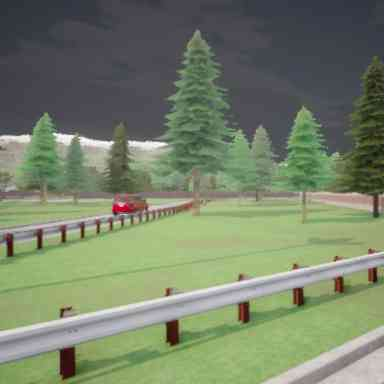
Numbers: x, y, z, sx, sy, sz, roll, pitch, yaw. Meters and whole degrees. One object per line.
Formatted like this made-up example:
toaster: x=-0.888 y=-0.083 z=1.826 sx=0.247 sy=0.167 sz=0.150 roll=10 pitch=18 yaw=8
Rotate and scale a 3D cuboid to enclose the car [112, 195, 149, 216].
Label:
car: x=-5.784 y=1.275 z=31.847 sx=2.150 sy=2.045 sz=5.566 roll=0 pitch=0 yaw=9
